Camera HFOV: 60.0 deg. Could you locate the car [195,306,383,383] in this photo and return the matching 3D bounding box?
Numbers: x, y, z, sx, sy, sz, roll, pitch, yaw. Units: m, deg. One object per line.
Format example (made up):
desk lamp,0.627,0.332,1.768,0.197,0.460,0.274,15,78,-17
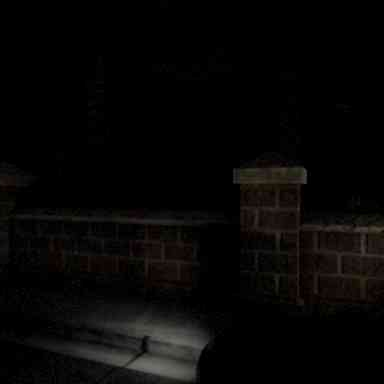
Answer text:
car,2.278,1.524,2.385,4.674,1.442,1.812,0,0,21
